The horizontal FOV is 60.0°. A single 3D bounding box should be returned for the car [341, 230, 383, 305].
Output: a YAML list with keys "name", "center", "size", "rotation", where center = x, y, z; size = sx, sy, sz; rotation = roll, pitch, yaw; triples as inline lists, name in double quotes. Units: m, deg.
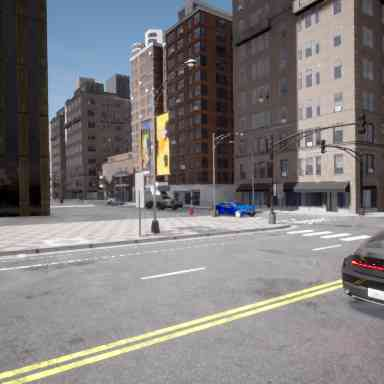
- name: "car"
  center: [5.135, 1.504, 7.103]
  size: [4.892, 1.490, 1.837]
  rotation: [0, 0, -36]

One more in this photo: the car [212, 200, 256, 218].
- name: "car"
  center: [3.994, 1.577, 31.989]
  size: [1.882, 1.535, 5.008]
  rotation: [-1, 0, -34]

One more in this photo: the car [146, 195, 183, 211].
- name: "car"
  center: [-3.971, 1.369, 43.302]
  size: [2.150, 2.045, 5.566]
  rotation: [-1, 0, -35]

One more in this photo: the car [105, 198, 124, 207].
- name: "car"
  center: [-13.196, 1.729, 56.520]
  size: [1.812, 1.442, 4.674]
  rotation: [-1, 0, -35]

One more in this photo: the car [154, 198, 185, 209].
- name: "car"
  center: [-3.320, 1.651, 47.944]
  size: [2.033, 1.411, 5.357]
  rotation: [-1, 0, -35]
